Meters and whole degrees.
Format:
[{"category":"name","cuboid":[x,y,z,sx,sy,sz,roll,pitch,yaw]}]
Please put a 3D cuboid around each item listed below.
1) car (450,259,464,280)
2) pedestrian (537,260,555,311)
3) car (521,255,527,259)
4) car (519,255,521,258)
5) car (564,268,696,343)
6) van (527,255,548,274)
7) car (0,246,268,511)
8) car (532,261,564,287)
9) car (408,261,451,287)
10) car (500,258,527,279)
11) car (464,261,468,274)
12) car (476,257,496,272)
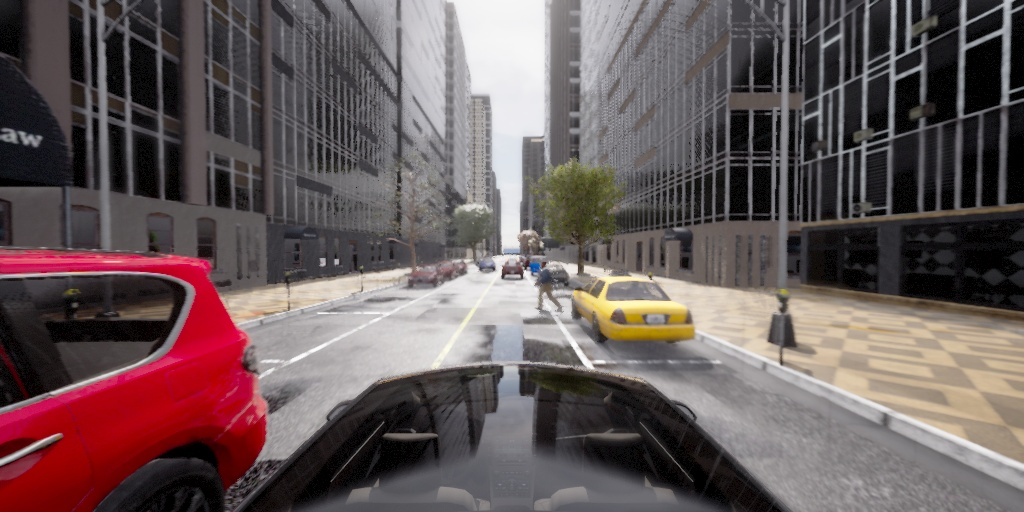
[{"category":"car","cuboid":[-5.315,1.140,28.468,1.888,1.381,4.507,0,0,0]},{"category":"pedestrian","cuboid":[1.180,0.981,12.400,0.375,1.860,0.375,-1,1,0]},{"category":"car","cuboid":[2.570,0.814,45.442,2.192,1.841,5.009,0,0,0]},{"category":"car","cuboid":[0.077,0.967,47.300,1.882,1.535,5.008,0,0,0]},{"category":"car","cuboid":[2.751,1.161,9.420,1.801,1.575,5.366,0,0,0]},{"category":"van","cuboid":[2.569,0.904,34.145,1.690,1.789,3.998,0,0,0]},{"category":"car","cuboid":[-2.850,0.980,0.289,2.150,2.045,5.566,0,0,0]},{"category":"car","cuboid":[2.568,1.177,22.848,2.007,1.370,4.403,0,0,0]},{"category":"car","cuboid":[-5.313,1.209,22.818,1.802,1.307,4.207,0,0,0]},{"category":"car","cuboid":[0.055,1.109,30.536,1.812,1.442,4.674,0,0,0]},{"category":"car","cuboid":[-5.312,1.003,34.115,1.967,1.591,4.097,0,0,0]},{"category":"car","cuboid":[-2.832,1.044,41.991,1.812,1.442,4.674,0,0,0]}]
